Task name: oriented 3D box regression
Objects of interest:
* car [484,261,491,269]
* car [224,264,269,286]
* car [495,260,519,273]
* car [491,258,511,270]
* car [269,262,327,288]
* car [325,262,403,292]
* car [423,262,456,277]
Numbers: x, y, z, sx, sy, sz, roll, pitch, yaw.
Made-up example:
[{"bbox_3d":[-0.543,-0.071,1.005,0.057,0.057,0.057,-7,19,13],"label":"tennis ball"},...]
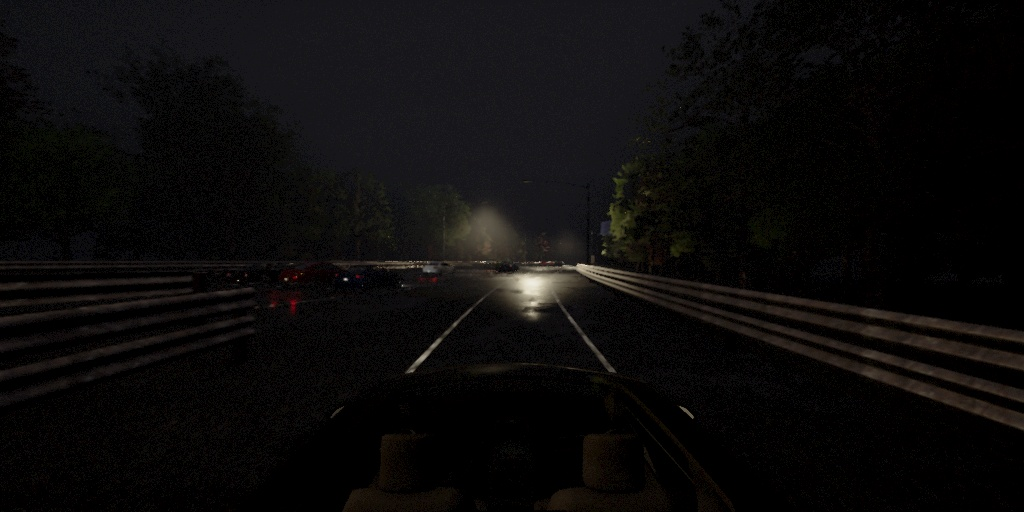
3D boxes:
[{"bbox_3d":[-3.567,1.654,64.354,2.128,1.511,4.902,0,-1,15],"label":"car"},{"bbox_3d":[-14.704,1.118,22.157,1.895,1.301,4.718,0,-1,15],"label":"car"},{"bbox_3d":[-0.387,1.572,48.946,1.994,1.385,4.181,0,-1,15],"label":"car"},{"bbox_3d":[-1.196,1.350,59.607,2.150,2.045,5.566,0,-1,15],"label":"car"},{"bbox_3d":[-11.345,1.069,21.188,1.812,1.442,4.674,0,-1,15],"label":"car"},{"bbox_3d":[-7.966,1.188,20.226,1.994,1.385,4.181,2,0,15],"label":"car"},{"bbox_3d":[-7.329,1.296,36.336,1.812,1.442,4.674,0,-1,15],"label":"car"}]
